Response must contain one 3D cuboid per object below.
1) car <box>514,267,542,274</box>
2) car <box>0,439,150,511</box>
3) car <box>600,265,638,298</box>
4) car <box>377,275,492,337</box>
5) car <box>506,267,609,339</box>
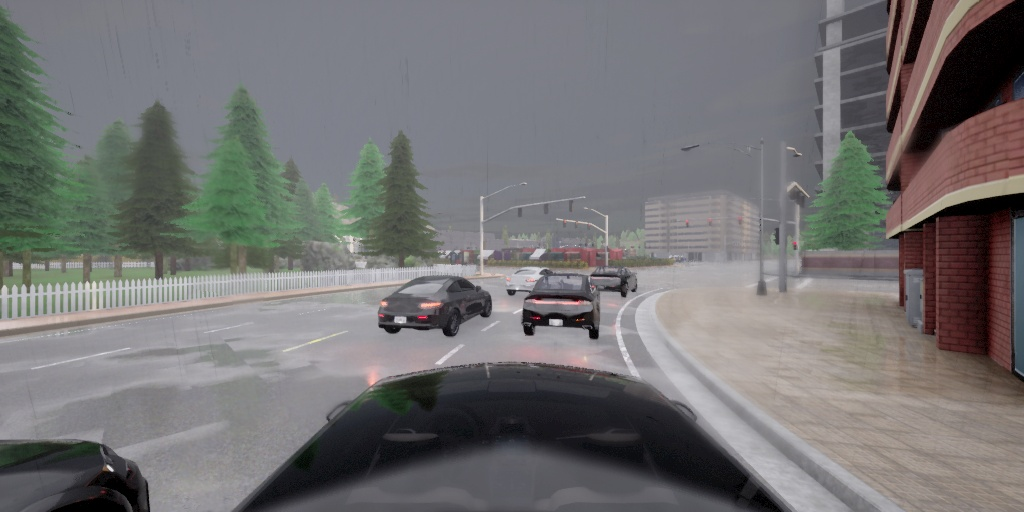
[{"bbox_3d":[1.266,1.276,18.837,1.812,1.442,4.674,0,0,26],"label":"car"},{"bbox_3d":[-3.170,1.314,0.434,1.994,1.385,4.181,0,0,-2],"label":"car"},{"bbox_3d":[5.344,1.241,18.824,2.128,1.511,4.902,0,0,28],"label":"car"},{"bbox_3d":[-1.986,1.276,10.340,1.812,1.442,4.674,0,0,13],"label":"car"},{"bbox_3d":[1.561,1.242,10.208,2.128,1.511,4.902,0,0,14],"label":"car"}]
